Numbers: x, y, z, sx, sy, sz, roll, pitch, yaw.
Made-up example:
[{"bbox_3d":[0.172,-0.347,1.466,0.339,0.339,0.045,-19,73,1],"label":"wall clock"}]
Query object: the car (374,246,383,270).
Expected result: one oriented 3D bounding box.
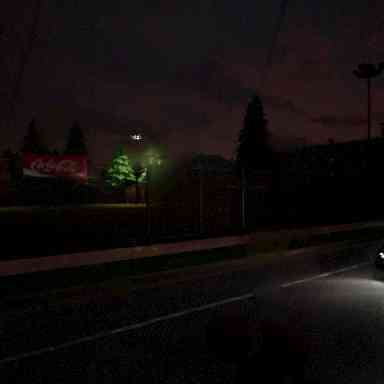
[{"bbox_3d":[7.374,1.545,9.554,5.357,1.411,2.033,0,0,-36],"label":"car"}]
